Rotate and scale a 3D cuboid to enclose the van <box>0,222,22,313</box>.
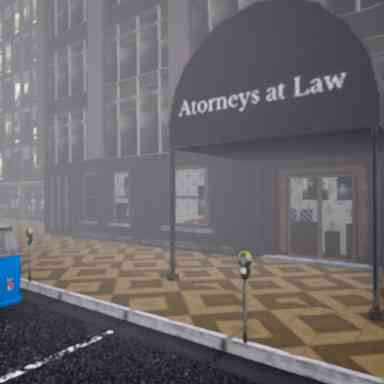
[{"bbox_3d":[-4.980,1.391,6.441,3.998,1.788,1.690,0,0,36],"label":"van"}]
